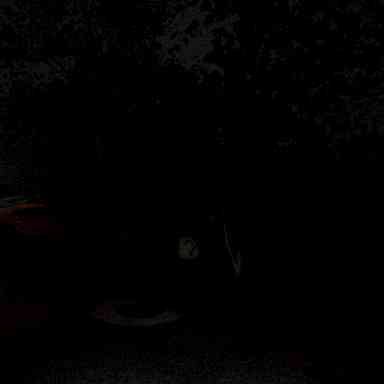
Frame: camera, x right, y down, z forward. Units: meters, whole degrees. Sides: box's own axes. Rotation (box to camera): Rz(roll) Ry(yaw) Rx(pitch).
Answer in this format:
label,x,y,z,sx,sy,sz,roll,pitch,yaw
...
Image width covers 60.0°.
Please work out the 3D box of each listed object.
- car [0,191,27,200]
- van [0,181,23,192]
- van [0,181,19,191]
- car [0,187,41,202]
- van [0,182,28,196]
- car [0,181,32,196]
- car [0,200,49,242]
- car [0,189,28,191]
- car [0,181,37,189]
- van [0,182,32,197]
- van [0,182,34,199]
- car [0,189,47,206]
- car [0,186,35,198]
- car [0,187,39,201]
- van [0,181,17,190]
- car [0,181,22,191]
label,x,y,z,sx,sy,sz,roll,pitch,yaw
car,-8.288,1.060,17.658,4.553,1.767,2.185,1,2,-30
van,-34.708,-0.996,63.124,4.442,1.987,1.878,1,1,-30
van,-40.288,-1.365,72.690,4.442,1.987,1.878,1,1,-30
car,-19.450,0.293,36.787,4.792,1.488,2.163,1,2,-30
van,-26.476,-0.442,48.549,4.442,1.987,1.878,1,1,-30
car,-27.793,-0.558,50.984,5.566,2.045,2.435,1,1,-30
car,-6.929,1.301,15.251,5.008,1.535,2.097,1,2,-30
car,-12.600,0.835,24.617,5.366,1.575,1.946,1,2,-30
car,-15.195,0.358,29.499,5.566,2.045,2.435,1,2,-30
van,-24.879,-0.346,46.275,4.442,1.987,1.878,1,1,-30
van,-22.275,-0.162,41.366,4.442,1.987,1.878,1,2,-31
car,-16.648,0.521,31.869,4.792,1.488,2.163,1,2,-30
car,-23.587,-0.030,43.833,5.008,1.535,2.097,1,1,-30
car,-20.779,0.193,39.065,4.792,1.488,2.163,1,1,-30
van,-43.284,-1.554,77.362,4.442,1.987,1.878,1,1,-30
car,-39.018,-1.301,70.225,5.566,2.045,2.435,1,1,-30
